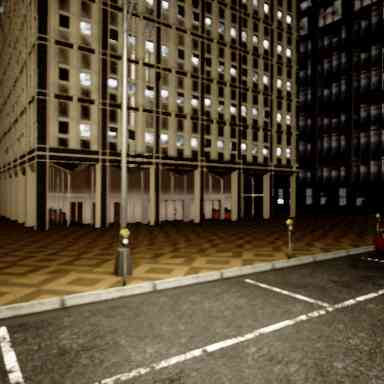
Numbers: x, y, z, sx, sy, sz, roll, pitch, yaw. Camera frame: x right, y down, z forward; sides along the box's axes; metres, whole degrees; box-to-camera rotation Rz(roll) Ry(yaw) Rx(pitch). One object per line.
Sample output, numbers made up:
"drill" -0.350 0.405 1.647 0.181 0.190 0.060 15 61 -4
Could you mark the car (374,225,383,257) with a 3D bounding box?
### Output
"car" 8.689 1.400 12.072 5.009 1.841 2.192 0 0 -35
